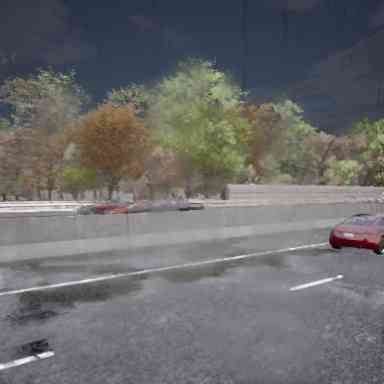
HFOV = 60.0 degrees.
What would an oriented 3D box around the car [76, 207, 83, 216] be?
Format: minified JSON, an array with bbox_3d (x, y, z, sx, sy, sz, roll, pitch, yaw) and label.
[{"bbox_3d":[-7.211,1.416,28.059,4.892,1.490,1.837,0,0,-33],"label":"car"}]

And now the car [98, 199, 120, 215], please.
[{"bbox_3d":[-3.506,1.395,22.867,5.008,1.535,1.882,0,0,-36],"label":"car"}]

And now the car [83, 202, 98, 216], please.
[{"bbox_3d":[-5.564,1.209,25.698,4.718,1.301,1.895,0,0,-36],"label":"car"}]

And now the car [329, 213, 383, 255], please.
[{"bbox_3d":[7.440,1.564,13.478,4.181,1.385,1.994,0,0,-36],"label":"car"}]

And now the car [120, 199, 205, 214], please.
[{"bbox_3d":[-1.473,1.092,20.018,5.008,1.535,1.882,0,0,-36],"label":"car"}]
